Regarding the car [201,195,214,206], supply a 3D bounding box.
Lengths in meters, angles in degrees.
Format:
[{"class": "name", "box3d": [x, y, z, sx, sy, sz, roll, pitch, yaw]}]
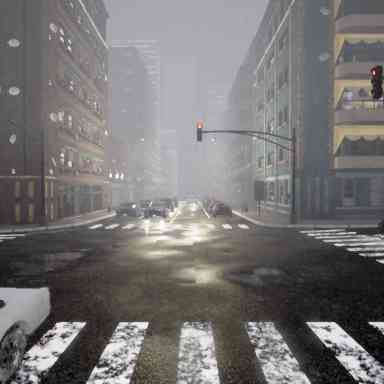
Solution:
[{"class": "car", "box3d": [2.709, 1.554, 46.824, 1.887, 1.381, 4.507, 0, 0, 0]}]

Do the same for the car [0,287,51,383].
[{"class": "car", "box3d": [-3.136, 1.600, 2.676, 1.895, 1.301, 4.718, 0, 0, 4]}]

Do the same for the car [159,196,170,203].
[{"class": "car", "box3d": [-5.660, 1.604, 68.935, 1.802, 1.307, 4.206, 0, 0, 0]}]

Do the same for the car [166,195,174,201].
[{"class": "car", "box3d": [-5.652, 1.561, 85.335, 1.752, 1.417, 4.829, 0, 0, 0]}]

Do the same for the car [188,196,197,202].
[{"class": "car", "box3d": [0.038, 1.451, 69.746, 1.895, 1.301, 4.718, 0, 0, 0]}]

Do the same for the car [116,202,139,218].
[{"class": "car", "box3d": [-5.680, 1.568, 30.270, 1.947, 1.339, 4.313, 0, 0, 0]}]

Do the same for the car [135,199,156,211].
[{"class": "car", "box3d": [-5.674, 1.572, 41.317, 1.947, 1.339, 4.313, 0, 0, 0]}]

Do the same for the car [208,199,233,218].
[{"class": "car", "box3d": [2.701, 1.584, 30.254, 1.802, 1.307, 4.206, 0, 0, 0]}]

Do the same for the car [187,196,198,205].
[{"class": "car", "box3d": [0.032, 1.542, 59.711, 1.812, 1.442, 4.674, 0, 0, 0]}]

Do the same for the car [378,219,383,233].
[{"class": "car", "box3d": [10.683, 1.374, 14.778, 4.181, 1.385, 1.994, -1, 0, 0]}]

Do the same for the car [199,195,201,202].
[{"class": "car", "box3d": [2.715, 1.581, 57.871, 1.947, 1.339, 4.313, 0, 0, 0]}]

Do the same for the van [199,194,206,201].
[{"class": "van", "box3d": [2.728, 1.377, 85.489, 1.690, 1.788, 3.998, -1, 0, 0]}]

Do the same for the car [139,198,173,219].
[{"class": "car", "box3d": [-3.085, 1.549, 29.776, 2.033, 1.411, 5.357, 0, 0, 0]}]

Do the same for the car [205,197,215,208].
[{"class": "car", "box3d": [2.704, 1.570, 35.777, 1.947, 1.339, 4.313, 0, 0, 0]}]

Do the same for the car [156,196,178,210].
[{"class": "car", "box3d": [-3.076, 1.510, 39.895, 1.837, 1.490, 4.892, 0, 0, 0]}]

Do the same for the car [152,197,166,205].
[{"class": "car", "box3d": [-5.666, 1.560, 57.888, 1.887, 1.381, 4.507, 0, 0, 0]}]

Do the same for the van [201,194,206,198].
[{"class": "van", "box3d": [2.711, 1.353, 52.347, 1.690, 1.788, 3.998, 0, 0, 0]}]
